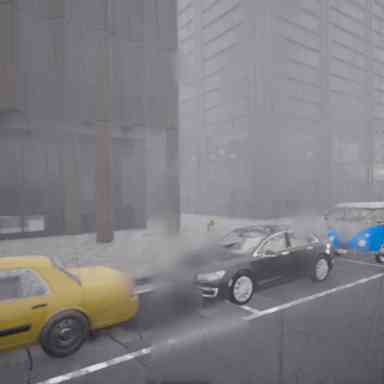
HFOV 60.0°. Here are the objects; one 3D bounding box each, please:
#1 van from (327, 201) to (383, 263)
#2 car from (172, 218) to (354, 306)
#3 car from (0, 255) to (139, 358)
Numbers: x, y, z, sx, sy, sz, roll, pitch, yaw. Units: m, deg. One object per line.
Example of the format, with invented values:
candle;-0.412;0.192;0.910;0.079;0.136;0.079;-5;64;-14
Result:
van;6.170;1.212;11.087;3.998;1.788;1.690;-1;0;-36
car;1.591;1.485;7.804;4.403;1.369;2.008;-1;0;-36
car;-3.127;1.526;4.422;4.829;1.417;1.752;-1;0;-36
